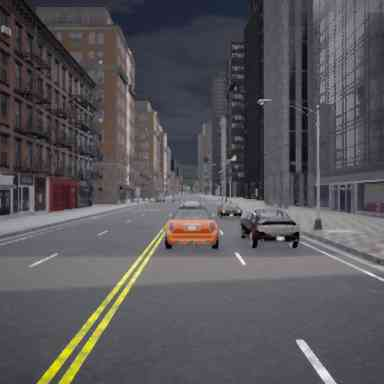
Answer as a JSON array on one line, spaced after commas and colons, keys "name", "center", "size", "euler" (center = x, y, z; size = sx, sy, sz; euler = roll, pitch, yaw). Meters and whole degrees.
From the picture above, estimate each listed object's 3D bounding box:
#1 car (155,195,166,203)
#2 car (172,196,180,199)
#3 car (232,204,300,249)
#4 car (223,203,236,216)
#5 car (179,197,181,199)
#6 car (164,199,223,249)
[{"name": "car", "center": [-6.500, 1.355, 69.211], "size": [2.097, 1.767, 4.553], "euler": [0, 0, 0]}, {"name": "car", "center": [-3.250, 1.586, 69.460], "size": [1.994, 1.385, 4.181], "euler": [0, 0, 0]}, {"name": "car", "center": [3.250, 1.495, 14.650], "size": [2.128, 1.511, 4.902], "euler": [0, 0, 0]}, {"name": "car", "center": [3.250, 1.623, 29.680], "size": [1.895, 1.301, 4.718], "euler": [0, 0, 0]}, {"name": "car", "center": [0.000, 1.491, 29.650], "size": [1.882, 1.535, 5.008], "euler": [0, 0, 0]}, {"name": "car", "center": [0.000, 1.366, 14.620], "size": [2.097, 1.767, 4.553], "euler": [0, 0, 0]}]
